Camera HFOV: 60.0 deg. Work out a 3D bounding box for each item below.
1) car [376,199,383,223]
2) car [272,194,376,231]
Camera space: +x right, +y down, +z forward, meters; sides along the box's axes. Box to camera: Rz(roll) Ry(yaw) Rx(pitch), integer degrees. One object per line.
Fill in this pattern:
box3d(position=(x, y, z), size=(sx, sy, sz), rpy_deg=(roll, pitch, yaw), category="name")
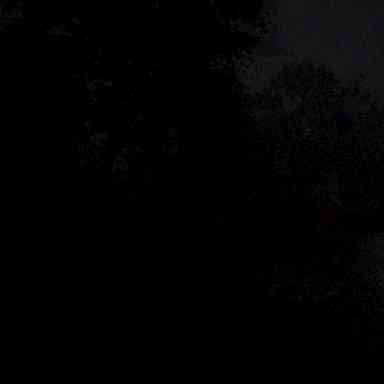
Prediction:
box3d(position=(9.863, 1.388, 21.714), size=(4.792, 1.488, 2.163), rpy_deg=(-1, 0, 31), category="car")
box3d(position=(7.612, 1.125, 19.855), size=(5.566, 2.045, 2.435), rpy_deg=(-1, -1, 31), category="car")
